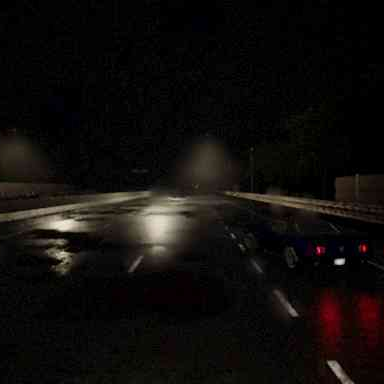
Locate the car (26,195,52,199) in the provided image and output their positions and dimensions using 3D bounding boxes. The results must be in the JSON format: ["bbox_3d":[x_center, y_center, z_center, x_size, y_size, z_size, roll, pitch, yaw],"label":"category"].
[{"bbox_3d":[-17.215,1.062,38.741,1.994,1.385,4.181,0,1,1],"label":"car"}]

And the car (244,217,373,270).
[{"bbox_3d":[3.290,1.461,10.642,1.895,1.301,4.718,0,1,-12],"label":"car"}]
